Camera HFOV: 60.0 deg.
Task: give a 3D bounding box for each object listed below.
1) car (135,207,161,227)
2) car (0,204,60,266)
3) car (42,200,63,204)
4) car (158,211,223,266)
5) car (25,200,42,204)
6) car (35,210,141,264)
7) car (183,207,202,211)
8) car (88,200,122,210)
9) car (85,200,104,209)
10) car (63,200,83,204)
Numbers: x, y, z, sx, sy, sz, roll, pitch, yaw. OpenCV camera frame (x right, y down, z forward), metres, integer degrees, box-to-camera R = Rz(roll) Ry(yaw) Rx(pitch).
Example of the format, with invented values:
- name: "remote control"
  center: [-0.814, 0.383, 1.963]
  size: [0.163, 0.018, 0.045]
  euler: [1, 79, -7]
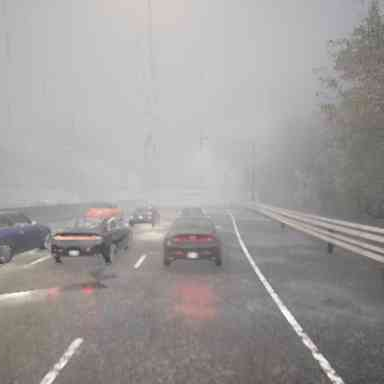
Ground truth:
- name: "car"
  center: [-3.484, 1.806, 25.182]
  size: [2.033, 1.411, 5.357]
  euler: [0, -1, 1]
- name: "car"
  center: [-6.960, 1.475, 12.243]
  size: [2.097, 1.767, 4.553]
  euler: [0, -1, 0]
- name: "car"
  center: [-24.544, 2.169, 59.953]
  size: [1.812, 1.442, 4.674]
  euler: [0, -1, 1]
- name: "car"
  center: [0.037, 1.623, 11.935]
  size: [1.837, 1.490, 4.892]
  euler: [0, -1, 0]
- name: "car"
  center: [-28.045, 2.139, 59.490]
  size: [2.128, 1.511, 4.902]
  euler: [0, -1, 1]
- name: "car"
  center: [-3.460, 1.615, 12.248]
  size: [2.128, 1.511, 4.902]
  euler: [0, -1, 1]
- name: "car"
  center: [0.016, 1.806, 25.193]
  size: [2.033, 1.411, 5.357]
  euler: [0, -1, 1]
- name: "car"
  center: [-6.967, 1.631, 27.256]
  size: [2.097, 1.767, 4.553]
  euler: [0, -1, 0]
- name: "car"
  center: [-17.554, 2.150, 60.184]
  size: [1.837, 1.490, 4.892]
  euler: [0, -1, 1]
- name: "car"
  center: [-21.047, 2.170, 60.037]
  size: [1.812, 1.442, 4.674]
  euler: [0, -1, 1]
